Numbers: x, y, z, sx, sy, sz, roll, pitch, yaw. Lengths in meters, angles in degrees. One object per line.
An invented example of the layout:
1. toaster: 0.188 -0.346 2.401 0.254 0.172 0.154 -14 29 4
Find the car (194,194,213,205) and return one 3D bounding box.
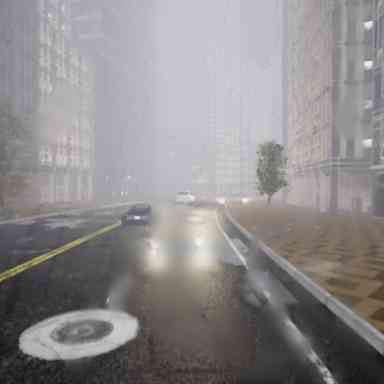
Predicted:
1. car: 1.762 0.878 44.149 1.882 1.535 5.008 0 0 7

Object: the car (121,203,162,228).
1. car: -3.054 1.400 20.829 1.994 1.385 4.181 0 0 1

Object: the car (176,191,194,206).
1. car: -0.889 0.870 48.064 2.150 2.045 5.566 0 0 8
